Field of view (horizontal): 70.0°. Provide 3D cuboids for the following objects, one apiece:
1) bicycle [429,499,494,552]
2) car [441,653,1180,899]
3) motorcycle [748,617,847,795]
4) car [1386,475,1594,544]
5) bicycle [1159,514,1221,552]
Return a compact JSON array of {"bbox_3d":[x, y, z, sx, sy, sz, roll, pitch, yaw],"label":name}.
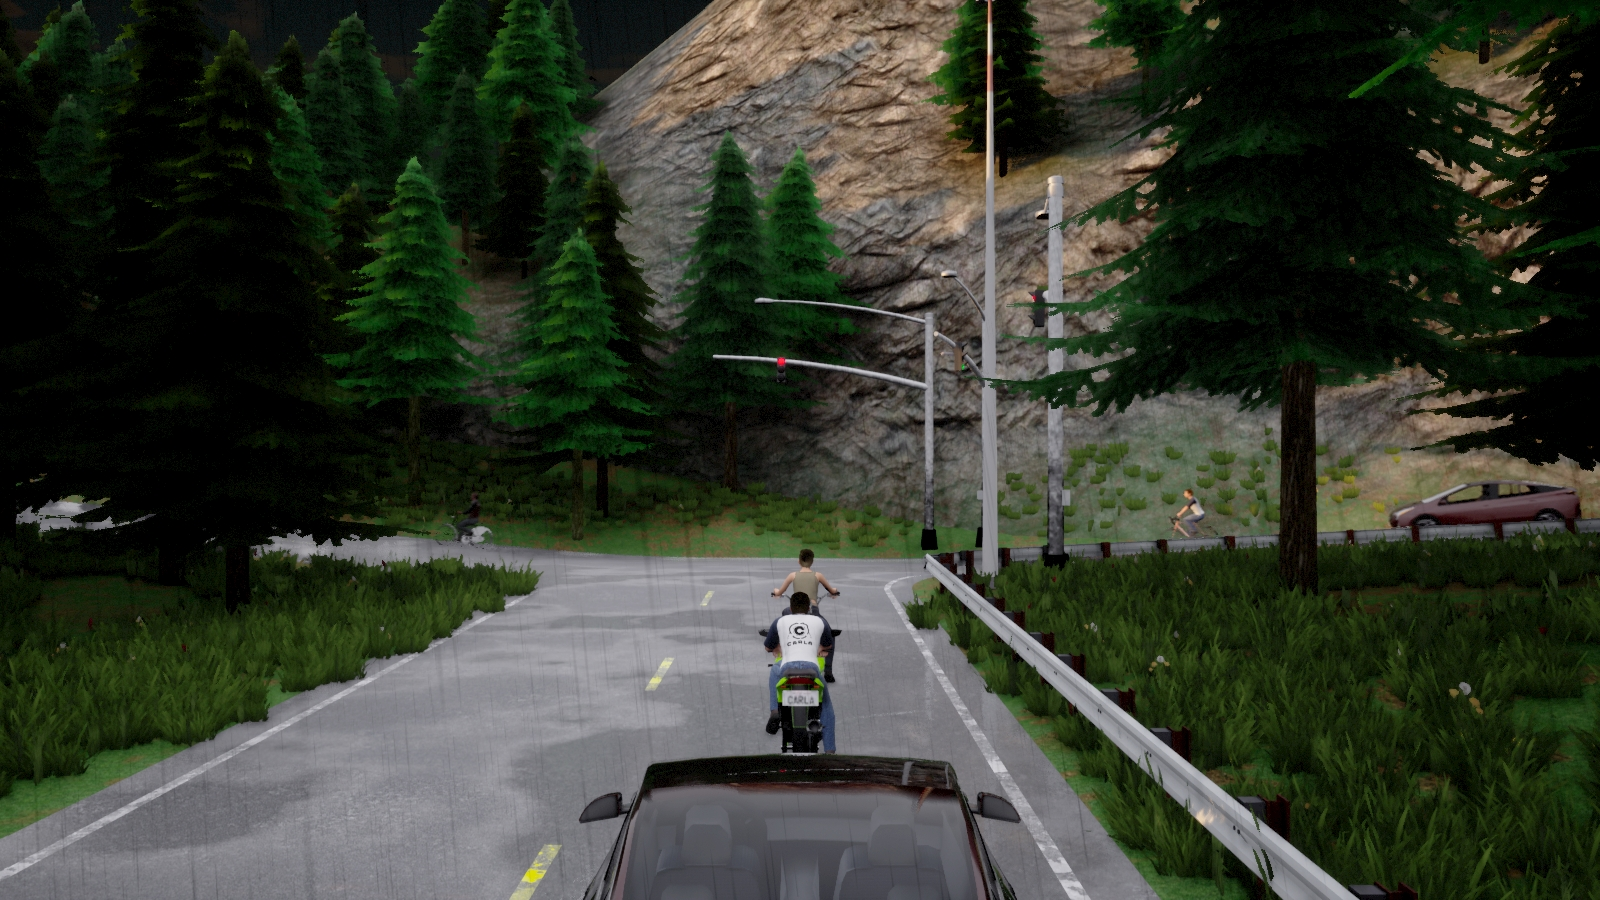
[{"bbox_3d":[-10.458,2.327,35.310,1.835,1.471,0.329,5,0,6],"label":"bicycle"},{"bbox_3d":[0.029,2.063,5.012,2.163,1.488,4.792,0,0,0],"label":"car"},{"bbox_3d":[-0.020,2.213,10.238,0.803,1.145,2.033,0,0,0],"label":"motorcycle"},{"bbox_3d":[18.571,1.611,31.043,4.514,1.525,2.007,-5,-2,24],"label":"car"},{"bbox_3d":[11.534,2.455,33.772,1.643,1.024,0.373,-5,-2,20],"label":"bicycle"}]
